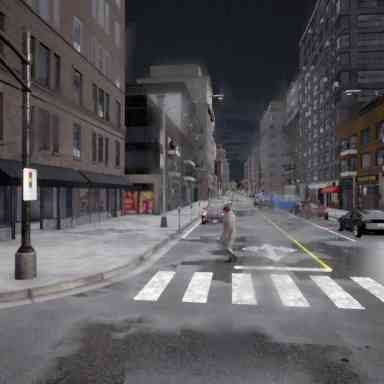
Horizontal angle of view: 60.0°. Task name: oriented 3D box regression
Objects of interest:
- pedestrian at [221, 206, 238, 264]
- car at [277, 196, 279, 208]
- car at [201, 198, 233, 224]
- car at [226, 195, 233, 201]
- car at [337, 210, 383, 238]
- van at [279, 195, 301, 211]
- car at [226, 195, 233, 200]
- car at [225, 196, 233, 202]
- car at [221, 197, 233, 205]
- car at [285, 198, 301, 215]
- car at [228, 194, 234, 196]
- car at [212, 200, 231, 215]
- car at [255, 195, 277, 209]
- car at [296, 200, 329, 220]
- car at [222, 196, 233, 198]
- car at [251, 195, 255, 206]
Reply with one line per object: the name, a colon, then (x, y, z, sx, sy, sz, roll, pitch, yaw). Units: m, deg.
pedestrian: (1.182, 1.291, 10.440, 0.375, 1.860, 0.375, 0, 0, 7)
car: (12.489, 1.577, 44.808, 2.008, 1.369, 4.403, 0, 0, 7)
car: (1.766, 1.438, 23.944, 1.967, 1.590, 4.097, 0, 0, 7)
car: (10.051, 1.616, 89.554, 1.887, 1.381, 4.507, 0, 0, 7)
car: (9.037, 1.577, 17.471, 1.947, 1.339, 4.313, 0, 0, 7)
van: (11.799, 1.362, 39.341, 1.690, 1.788, 3.998, 0, 0, 7)
car: (10.741, 1.644, 95.021, 1.947, 1.339, 4.313, 0, 0, 7)
car: (8.670, 1.639, 78.618, 1.802, 1.307, 4.206, 0, 0, 7)
car: (6.598, 1.584, 62.216, 2.008, 1.369, 4.403, 0, 0, 7)
car: (11.108, 1.582, 33.874, 1.947, 1.339, 4.313, 0, 0, 7)
car: (5.217, 1.458, 51.281, 1.967, 1.590, 4.097, 0, 0, 7)
car: (3.146, 1.584, 34.879, 1.802, 1.307, 4.206, 0, 0, 7)
car: (9.872, 1.526, 44.734, 1.837, 1.490, 4.892, 0, 0, 8)
car: (10.418, 1.595, 28.407, 1.802, 1.307, 4.206, 0, 0, 7)
car: (3.837, 1.557, 40.346, 2.008, 1.369, 4.403, 0, 0, 7)
car: (11.131, 1.635, 55.101, 1.895, 1.301, 4.718, 0, 0, 7)
